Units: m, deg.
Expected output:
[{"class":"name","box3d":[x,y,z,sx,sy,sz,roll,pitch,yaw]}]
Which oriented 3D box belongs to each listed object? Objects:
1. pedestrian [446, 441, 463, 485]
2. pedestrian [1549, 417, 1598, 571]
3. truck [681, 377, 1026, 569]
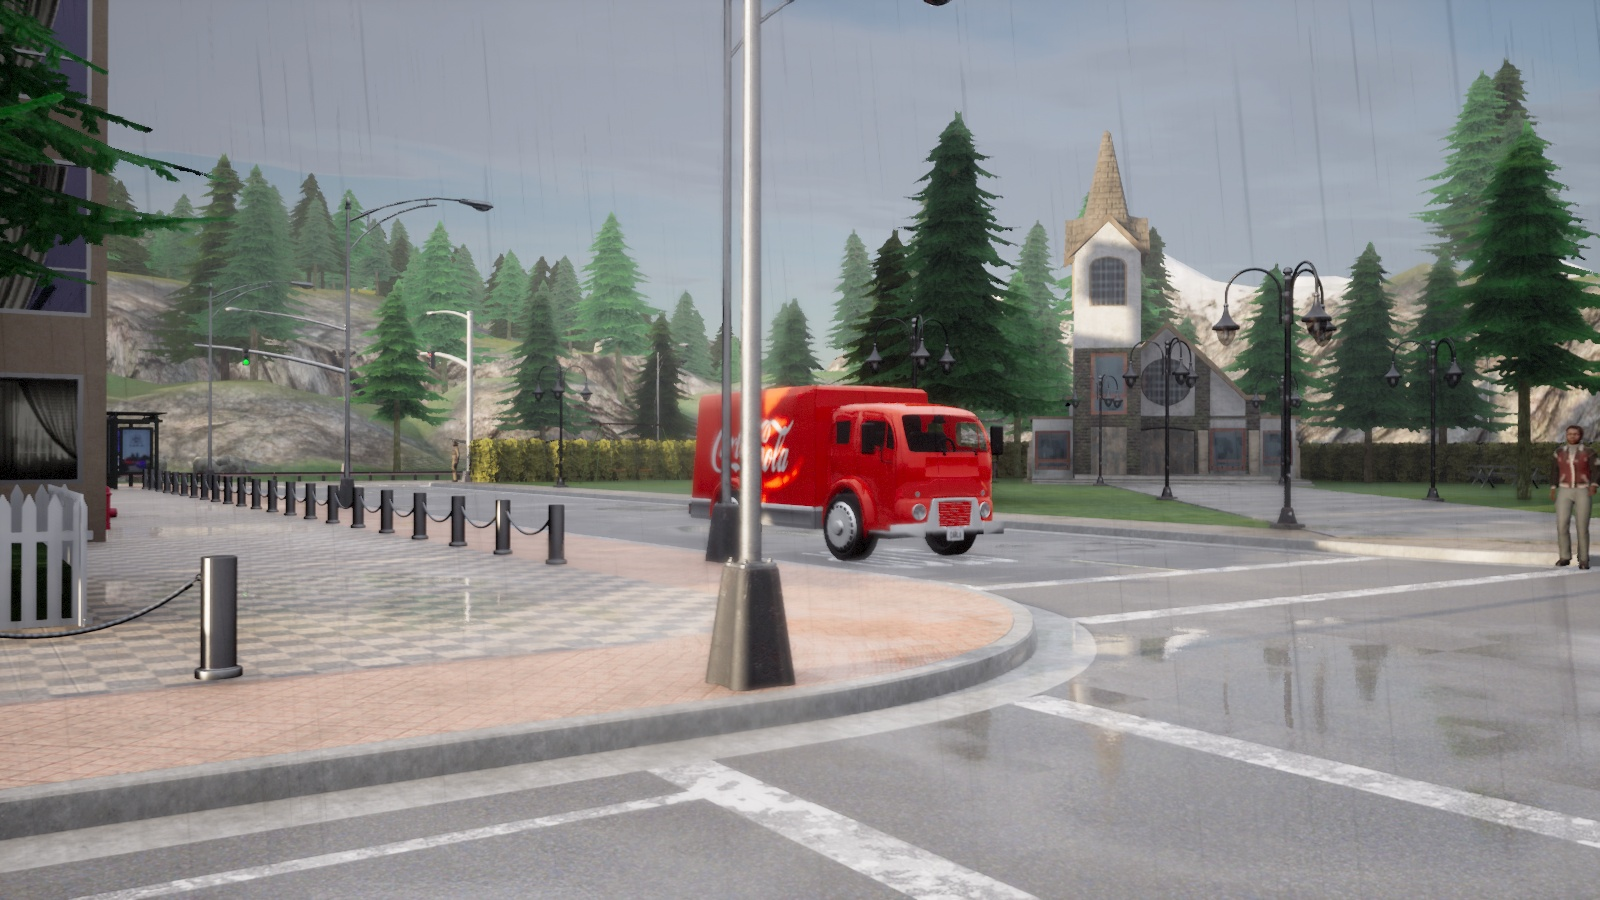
[{"class":"pedestrian","box3d":[-15.424,0.574,56.091,0.692,1.930,0.396,0,0,-22]},{"class":"pedestrian","box3d":[9.874,0.549,16.021,0.402,1.930,0.666,0,0,43]},{"class":"truck","box3d":[0.618,0.293,18.984,2.627,2.467,5.204,0,0,-34]}]
